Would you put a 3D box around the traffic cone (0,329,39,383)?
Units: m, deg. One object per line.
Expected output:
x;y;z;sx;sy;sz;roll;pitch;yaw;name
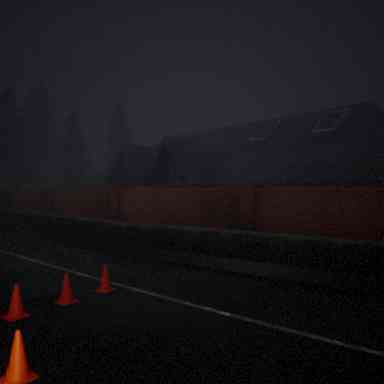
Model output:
-2.073;1.943;3.973;0.340;0.580;0.340;0;0;35;traffic cone

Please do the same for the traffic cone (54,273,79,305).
-2.550;1.938;6.761;0.340;0.580;0.340;0;0;35;traffic cone

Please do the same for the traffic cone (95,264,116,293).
-1.972;1.941;7.577;0.340;0.580;0.340;0;0;35;traffic cone

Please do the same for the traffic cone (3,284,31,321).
-3.128;1.936;5.945;0.340;0.580;0.340;0;0;35;traffic cone
